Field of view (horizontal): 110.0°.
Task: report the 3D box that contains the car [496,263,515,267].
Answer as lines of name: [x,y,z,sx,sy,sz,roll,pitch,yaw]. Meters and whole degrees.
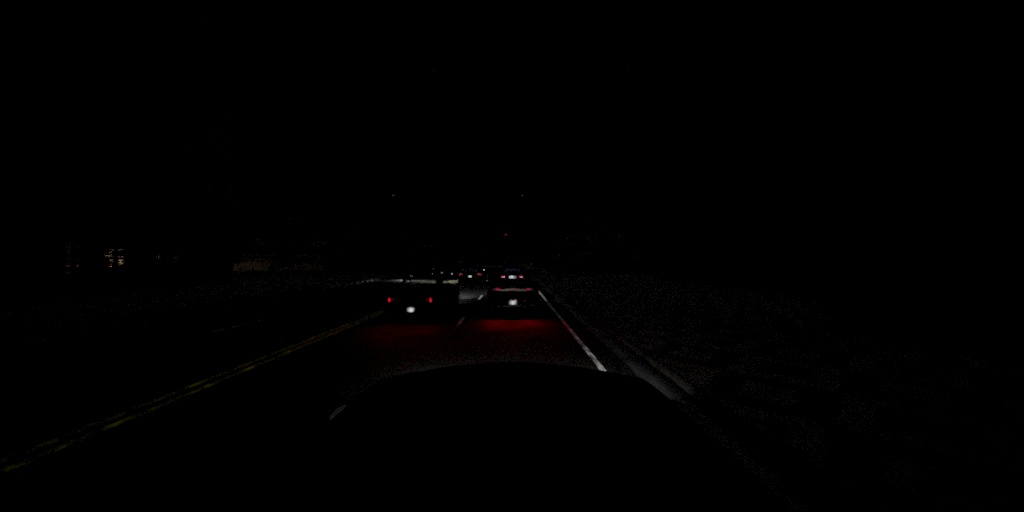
car: [0.032,1.505,27.083,2.033,1.411,5.357,0,0,1]

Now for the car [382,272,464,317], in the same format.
car: [-3.208,1.446,13.645,1.895,1.301,4.718,0,0,1]

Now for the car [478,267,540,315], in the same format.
car: [0.048,1.341,14.163,2.128,1.511,4.902,0,-1,0]

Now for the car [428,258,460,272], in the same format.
car: [-6.524,1.257,36.276,2.150,2.045,5.566,0,-1,1]

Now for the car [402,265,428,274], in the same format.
car: [-9.764,1.590,37.232,2.033,1.411,5.357,0,0,0]

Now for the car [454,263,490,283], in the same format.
car: [-3.198,1.541,29.392,1.994,1.385,4.181,0,0,1]
